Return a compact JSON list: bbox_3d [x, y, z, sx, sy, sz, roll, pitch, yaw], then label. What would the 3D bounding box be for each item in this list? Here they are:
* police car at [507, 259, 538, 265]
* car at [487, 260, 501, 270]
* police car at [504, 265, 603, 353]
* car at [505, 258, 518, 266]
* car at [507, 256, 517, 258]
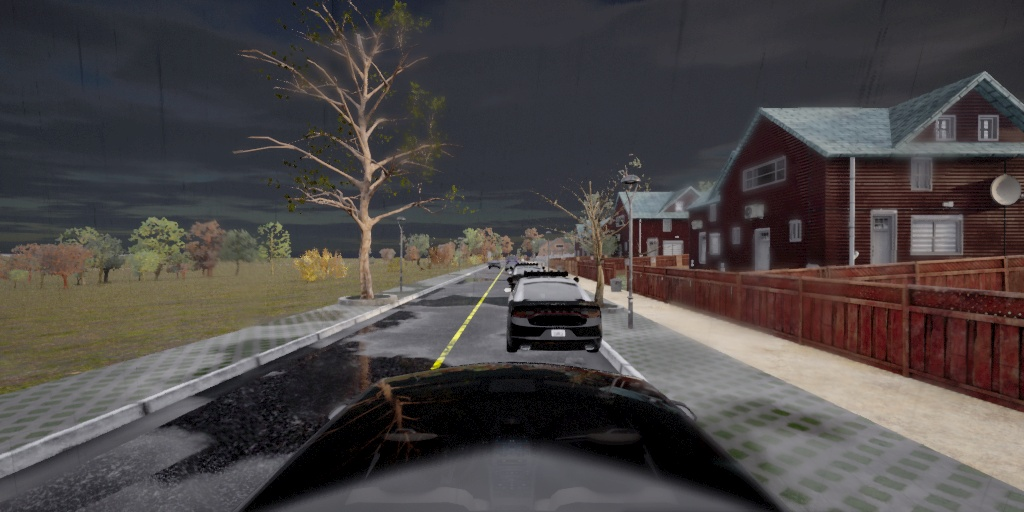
[{"bbox_3d":[0.839,1.178,19.000,1.930,1.638,5.238,0,0,0],"label":"police car"},{"bbox_3d":[-2.703,1.323,55.168,2.033,1.411,5.357,0,0,0],"label":"car"},{"bbox_3d":[0.831,1.176,9.000,1.930,1.638,5.238,0,0,0],"label":"police car"},{"bbox_3d":[0.079,1.332,47.273,1.994,1.385,4.181,0,0,0],"label":"car"},{"bbox_3d":[0.054,1.005,62.037,2.150,2.045,5.566,0,0,0],"label":"car"}]
